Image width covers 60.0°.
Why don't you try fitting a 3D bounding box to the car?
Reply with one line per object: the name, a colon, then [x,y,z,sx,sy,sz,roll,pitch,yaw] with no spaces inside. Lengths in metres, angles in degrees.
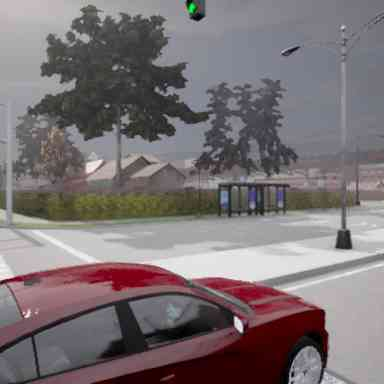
car: [-0.665,1.475,3.273,5.008,1.535,1.882,0,0,-36]
